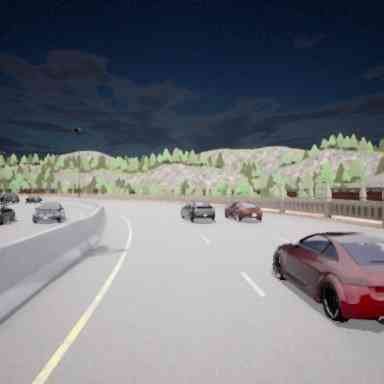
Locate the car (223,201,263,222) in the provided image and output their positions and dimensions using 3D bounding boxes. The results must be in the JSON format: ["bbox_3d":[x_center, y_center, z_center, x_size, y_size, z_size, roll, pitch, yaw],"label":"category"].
[{"bbox_3d":[3.902,1.453,25.811,1.812,1.442,4.674,0,0,-13],"label":"car"}]

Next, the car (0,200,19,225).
[{"bbox_3d":[-13.595,1.513,22.879,1.994,1.385,4.181,0,0,-15],"label":"car"}]

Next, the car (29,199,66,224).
[{"bbox_3d":[-10.387,1.468,24.500,1.812,1.442,4.674,0,0,-15],"label":"car"}]

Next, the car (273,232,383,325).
[{"bbox_3d":[3.233,1.542,7.232,1.994,1.385,4.181,0,0,-4],"label":"car"}]

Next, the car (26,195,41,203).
[{"bbox_3d":[-28.759,1.333,60.473,1.882,1.535,5.008,0,0,-39],"label":"car"}]

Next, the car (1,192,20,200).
[{"bbox_3d":[-32.675,1.077,59.726,2.150,2.045,5.566,0,0,-39],"label":"car"}]

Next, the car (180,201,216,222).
[{"bbox_3d":[0.373,1.422,25.517,2.128,1.511,4.902,0,0,-13],"label":"car"}]
